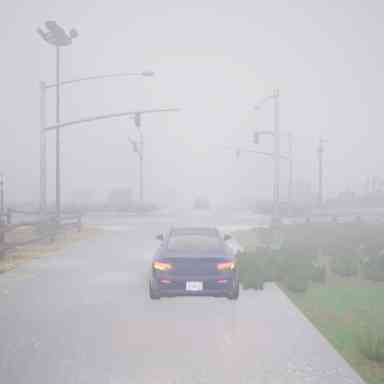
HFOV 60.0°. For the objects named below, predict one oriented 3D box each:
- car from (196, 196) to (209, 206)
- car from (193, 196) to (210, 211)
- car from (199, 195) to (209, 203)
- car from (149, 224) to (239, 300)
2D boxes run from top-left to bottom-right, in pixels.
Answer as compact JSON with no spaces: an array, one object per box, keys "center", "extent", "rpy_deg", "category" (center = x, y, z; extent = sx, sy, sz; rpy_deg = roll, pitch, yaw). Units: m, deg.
[{"center":[1.857,1.497,55.838],"extent":[2.033,1.411,5.357],"rpy_deg":[0,0,3],"category":"car"},{"center":[1.144,1.431,40.706],"extent":[1.882,1.535,5.008],"rpy_deg":[0,0,3],"category":"car"},{"center":[2.671,1.483,71.537],"extent":[2.033,1.411,5.357],"rpy_deg":[0,0,3],"category":"car"},{"center":[0.044,1.523,8.271],"extent":[1.812,1.442,4.674],"rpy_deg":[0,0,0],"category":"car"}]
